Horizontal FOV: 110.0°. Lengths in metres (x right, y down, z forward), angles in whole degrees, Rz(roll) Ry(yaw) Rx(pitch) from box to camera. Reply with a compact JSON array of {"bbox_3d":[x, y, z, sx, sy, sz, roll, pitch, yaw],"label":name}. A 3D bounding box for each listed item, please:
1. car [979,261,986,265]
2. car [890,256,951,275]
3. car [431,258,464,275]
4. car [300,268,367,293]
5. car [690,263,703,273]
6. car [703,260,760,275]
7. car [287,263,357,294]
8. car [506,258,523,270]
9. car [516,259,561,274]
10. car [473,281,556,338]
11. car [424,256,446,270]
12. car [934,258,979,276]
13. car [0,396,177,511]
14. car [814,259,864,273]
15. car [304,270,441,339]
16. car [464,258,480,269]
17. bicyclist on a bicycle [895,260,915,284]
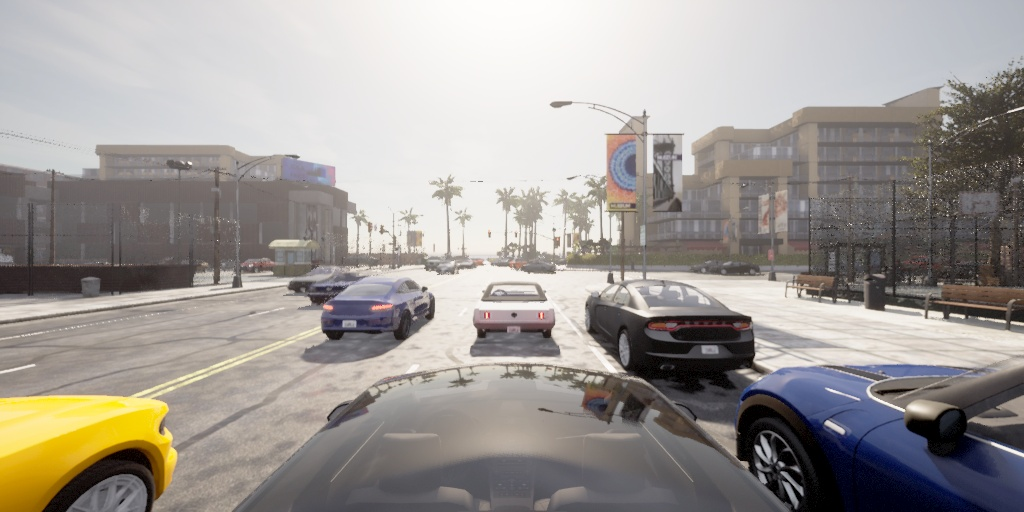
[{"bbox_3d":[45.218,1.251,31.573,4.902,1.511,2.128,0,0,0],"label":"car"},{"bbox_3d":[44.127,0.988,38.573,5.566,2.045,2.150,0,0,0],"label":"car"},{"bbox_3d":[-7.061,1.253,39.709,2.128,1.511,4.902,0,0,0],"label":"car"},{"bbox_3d":[-7.096,1.355,16.103,1.895,1.301,4.718,0,0,0],"label":"car"},{"bbox_3d":[23.418,1.267,41.982,4.892,1.490,1.837,0,0,0],"label":"car"},{"bbox_3d":[23.759,1.239,38.484,5.008,1.535,1.882,0,0,0],"label":"car"},{"bbox_3d":[-10.595,1.303,20.832,2.033,1.411,5.357,0,0,0],"label":"car"},{"bbox_3d":[0.966,1.118,53.662,2.097,1.767,4.553,0,0,-13],"label":"car"},{"bbox_3d":[3.104,1.327,42.037,4.181,1.385,1.994,0,0,36],"label":"car"},{"bbox_3d":[0.066,1.354,10.211,1.895,1.301,4.718,0,0,0],"label":"car"},{"bbox_3d":[-10.447,0.987,49.601,2.150,2.045,5.566,0,0,2],"label":"car"},{"bbox_3d":[45.187,1.252,35.073,4.902,1.511,2.128,0,0,0],"label":"car"},{"bbox_3d":[-3.403,1.227,0.562,1.882,1.535,5.008,0,0,-1],"label":"car"},{"bbox_3d":[38.317,1.113,42.074,4.553,1.767,2.097,0,0,0],"label":"car"},{"bbox_3d":[-3.436,1.278,9.919,1.812,1.442,4.674,0,0,0],"label":"car"},{"bbox_3d":[-6.738,1.314,55.335,2.033,1.411,5.357,0,0,4],"label":"car"},{"bbox_3d":[26.082,1.057,24.024,0.582,1.620,1.656,0,0,0],"label":"bicyclist on a bicycle"}]
